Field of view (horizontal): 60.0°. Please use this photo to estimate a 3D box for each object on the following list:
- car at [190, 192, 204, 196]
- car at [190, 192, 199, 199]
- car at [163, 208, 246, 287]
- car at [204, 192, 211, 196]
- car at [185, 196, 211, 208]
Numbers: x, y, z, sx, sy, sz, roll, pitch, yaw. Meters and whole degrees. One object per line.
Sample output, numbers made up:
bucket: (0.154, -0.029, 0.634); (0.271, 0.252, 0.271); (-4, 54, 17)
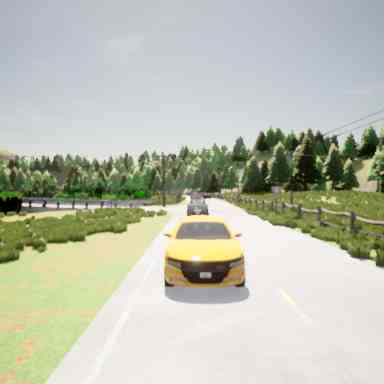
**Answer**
car: (0.969, 1.035, 72.226); (2.097, 1.767, 4.553); (0, 0, 0)
car: (0.614, 0.960, 87.704); (2.097, 1.767, 4.553); (0, 0, -2)
car: (0.297, 1.435, 9.394); (1.882, 1.535, 5.008); (0, 0, 0)
car: (3.845, 1.105, 87.126); (1.837, 1.490, 4.892); (0, 0, -3)
car: (0.474, 1.364, 28.763); (2.128, 1.511, 4.902); (0, 0, 1)
